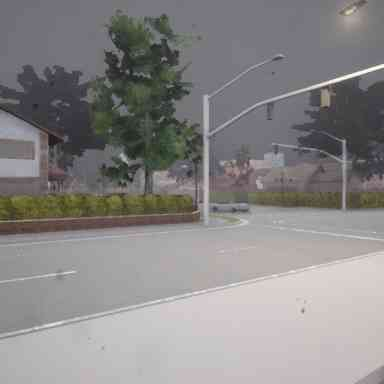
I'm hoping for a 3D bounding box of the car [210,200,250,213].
[{"bbox_3d":[4.083,1.511,35.970,1.895,1.301,4.718,0,0,-36],"label":"car"}]
